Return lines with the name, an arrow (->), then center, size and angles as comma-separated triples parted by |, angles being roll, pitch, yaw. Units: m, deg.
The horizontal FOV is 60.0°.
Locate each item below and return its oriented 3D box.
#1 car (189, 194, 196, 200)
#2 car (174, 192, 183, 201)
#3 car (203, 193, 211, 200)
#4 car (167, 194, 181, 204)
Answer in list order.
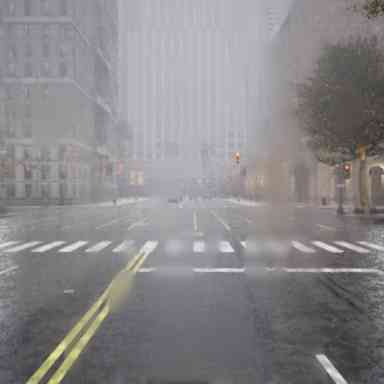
car -> 0.193, 1.268, 82.888 | 2.128, 1.511, 4.902 | 0, 0, 1
car -> -3.370, 1.056, 76.922 | 2.150, 2.045, 5.566 | 0, 0, 1
car -> 3.692, 1.098, 82.822 | 2.097, 1.767, 4.553 | 0, 0, 1
car -> -3.524, 1.467, 61.206 | 1.895, 1.301, 4.718 | 0, 0, 1
